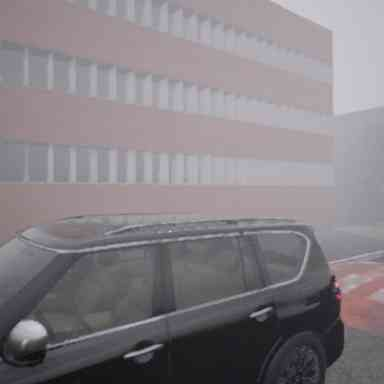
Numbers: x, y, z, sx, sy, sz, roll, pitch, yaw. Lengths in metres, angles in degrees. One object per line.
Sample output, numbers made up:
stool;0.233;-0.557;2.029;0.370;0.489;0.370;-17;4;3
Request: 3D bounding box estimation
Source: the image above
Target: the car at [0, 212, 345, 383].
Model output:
car;-0.837;1.252;3.093;5.566;2.045;2.150;1;-1;-36
